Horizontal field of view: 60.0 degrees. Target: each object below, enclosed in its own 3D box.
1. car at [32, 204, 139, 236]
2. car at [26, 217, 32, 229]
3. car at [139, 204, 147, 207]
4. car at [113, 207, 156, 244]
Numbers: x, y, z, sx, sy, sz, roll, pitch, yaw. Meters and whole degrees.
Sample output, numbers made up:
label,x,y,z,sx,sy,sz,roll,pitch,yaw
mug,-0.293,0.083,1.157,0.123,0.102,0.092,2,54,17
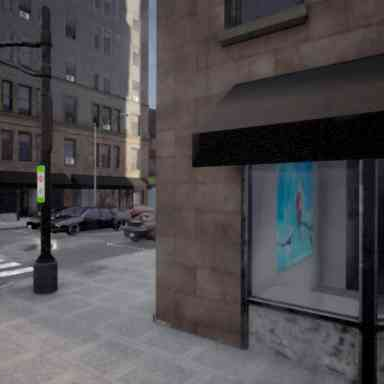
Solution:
label,x,y,z,sx,sy,sz,roll,pitch,yaw
car,-5.761,1.547,18.798,2.033,1.411,5.357,0,0,35
car,-7.786,1.557,20.329,1.947,1.339,4.313,0,0,35
car,-4.495,1.576,24.961,1.802,1.307,4.206,0,0,35
car,-1.245,1.569,15.680,2.008,1.369,4.403,0,0,35
